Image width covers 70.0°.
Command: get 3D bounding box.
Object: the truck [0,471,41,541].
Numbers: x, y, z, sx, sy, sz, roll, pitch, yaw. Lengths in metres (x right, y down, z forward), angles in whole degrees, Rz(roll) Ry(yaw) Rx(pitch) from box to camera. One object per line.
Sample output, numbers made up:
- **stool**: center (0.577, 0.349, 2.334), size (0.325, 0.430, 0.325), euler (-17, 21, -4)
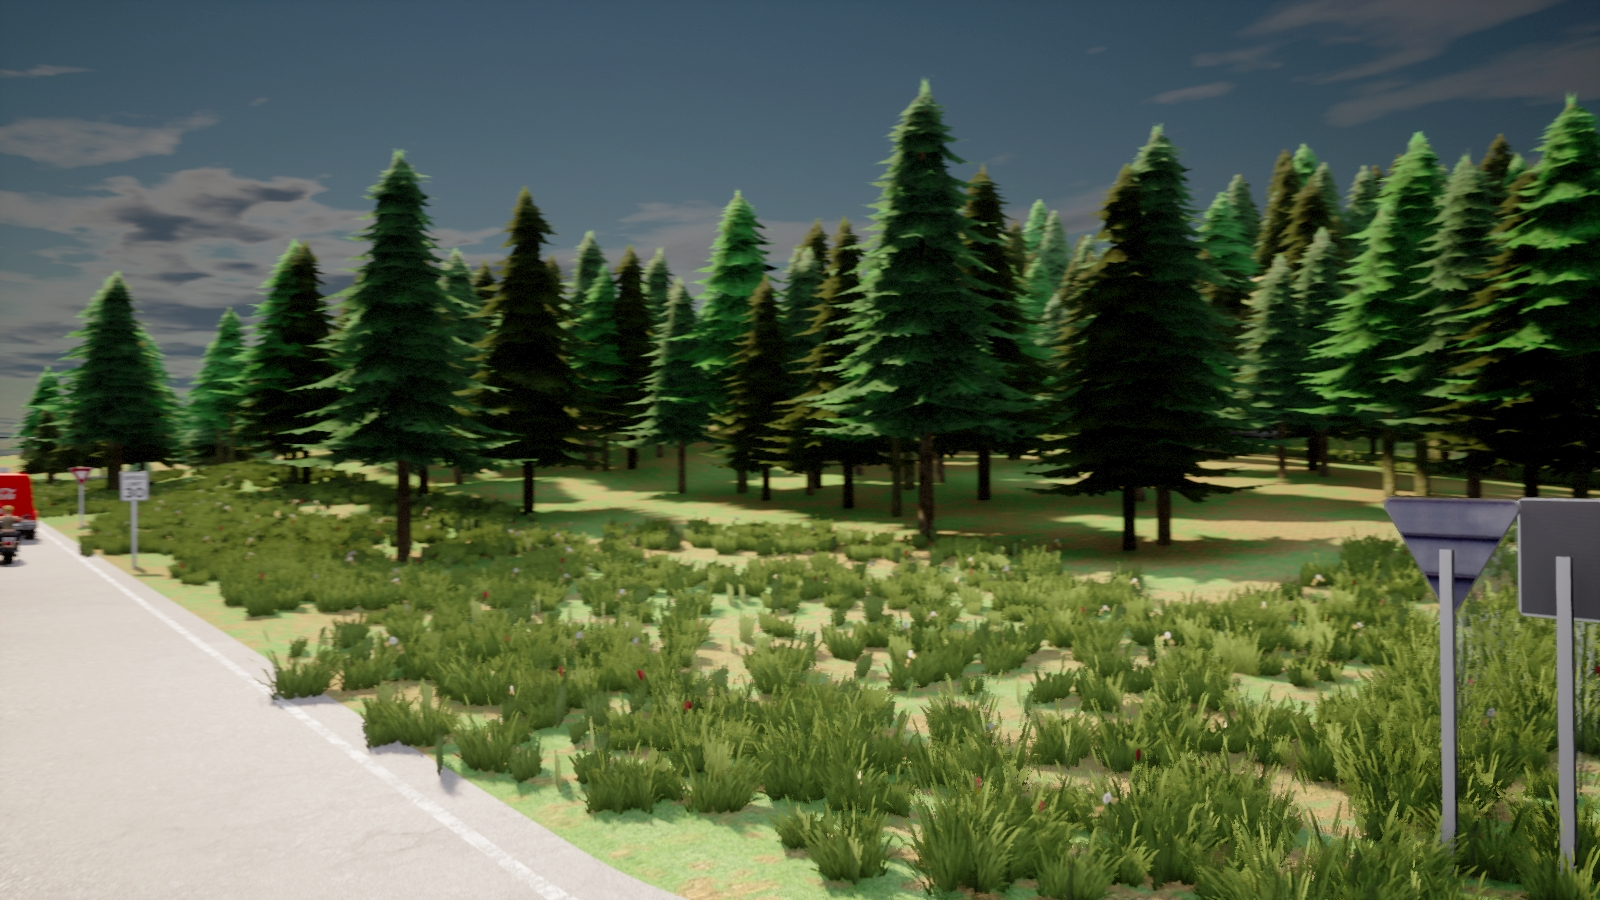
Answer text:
- **truck**: center (-30.352, 2.060, 43.038), size (2.627, 2.467, 5.204), euler (0, -1, -37)
